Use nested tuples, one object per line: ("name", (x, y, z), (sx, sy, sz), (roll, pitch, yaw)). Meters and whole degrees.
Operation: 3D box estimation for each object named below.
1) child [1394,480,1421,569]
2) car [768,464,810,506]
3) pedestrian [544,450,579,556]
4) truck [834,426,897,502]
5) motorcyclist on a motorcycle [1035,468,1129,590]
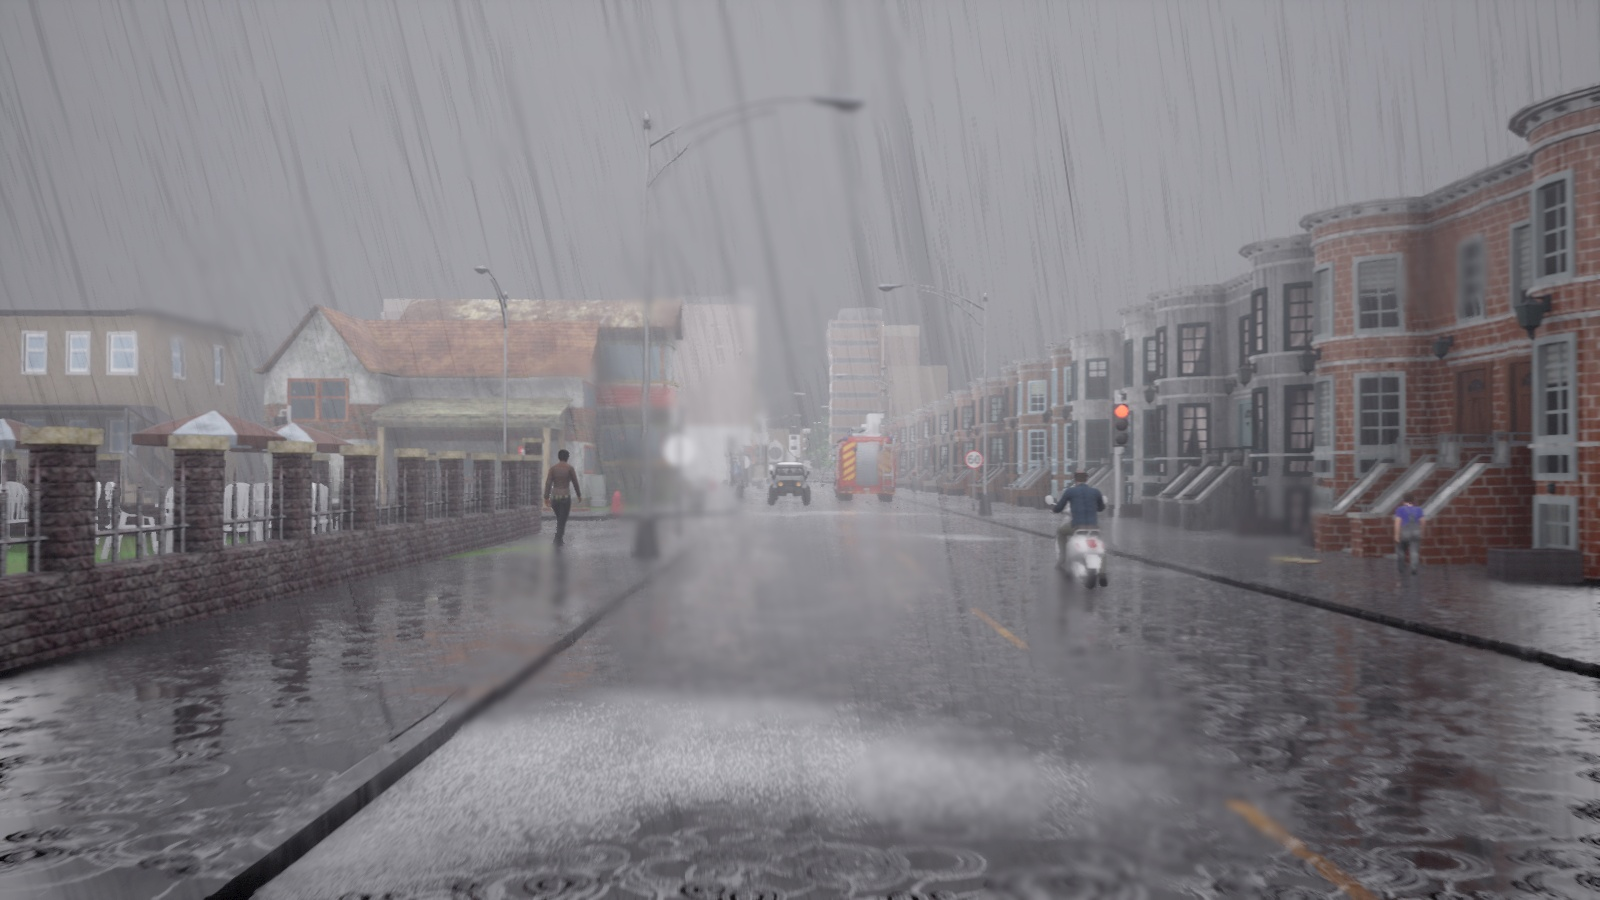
("child", (8.806, 1.070, 18.210), (0.270, 1.263, 0.437), (-1, -1, 17))
("car", (-0.501, 1.604, 58.597), (1.905, 1.878, 3.866), (0, -1, -1))
("pedestrian", (-4.154, 0.915, 21.886), (0.328, 1.805, 0.869), (0, -1, 8))
("truck", (3.419, 0.784, 68.054), (2.891, 3.827, 8.468), (0, -1, 0))
("motorcyclist on a motorcycle", (3.843, 1.041, 17.261), (0.866, 1.590, 1.817), (0, -1, 0))
